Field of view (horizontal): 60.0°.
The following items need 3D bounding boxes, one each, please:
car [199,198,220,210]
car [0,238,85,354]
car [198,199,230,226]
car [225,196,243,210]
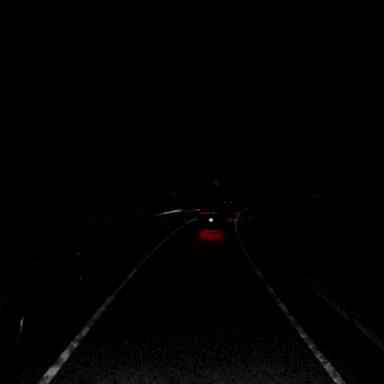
[{"bbox_3d":[2.494,1.596,45.729,1.994,1.385,4.181,-2,0,16],"label":"car"},{"bbox_3d":[-3.479,1.571,5.992,1.994,1.385,4.181,0,0,1],"label":"car"},{"bbox_3d":[1.491,1.495,23.323,1.837,1.490,4.892,-1,0,7],"label":"car"},{"bbox_3d":[5.099,1.294,41.334,2.097,1.767,4.553,-2,0,15],"label":"car"}]
